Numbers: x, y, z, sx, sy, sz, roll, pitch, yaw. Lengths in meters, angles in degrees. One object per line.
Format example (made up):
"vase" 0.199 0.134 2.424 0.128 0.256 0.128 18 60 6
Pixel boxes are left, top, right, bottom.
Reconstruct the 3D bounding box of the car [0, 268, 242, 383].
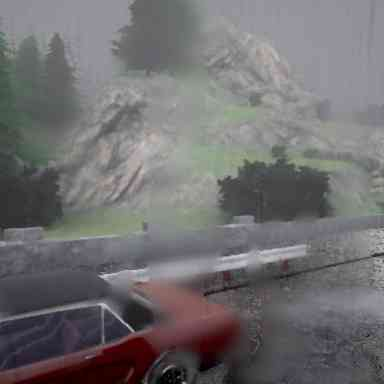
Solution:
"car" -1.823 1.599 3.308 4.718 1.301 1.895 0 0 -35
